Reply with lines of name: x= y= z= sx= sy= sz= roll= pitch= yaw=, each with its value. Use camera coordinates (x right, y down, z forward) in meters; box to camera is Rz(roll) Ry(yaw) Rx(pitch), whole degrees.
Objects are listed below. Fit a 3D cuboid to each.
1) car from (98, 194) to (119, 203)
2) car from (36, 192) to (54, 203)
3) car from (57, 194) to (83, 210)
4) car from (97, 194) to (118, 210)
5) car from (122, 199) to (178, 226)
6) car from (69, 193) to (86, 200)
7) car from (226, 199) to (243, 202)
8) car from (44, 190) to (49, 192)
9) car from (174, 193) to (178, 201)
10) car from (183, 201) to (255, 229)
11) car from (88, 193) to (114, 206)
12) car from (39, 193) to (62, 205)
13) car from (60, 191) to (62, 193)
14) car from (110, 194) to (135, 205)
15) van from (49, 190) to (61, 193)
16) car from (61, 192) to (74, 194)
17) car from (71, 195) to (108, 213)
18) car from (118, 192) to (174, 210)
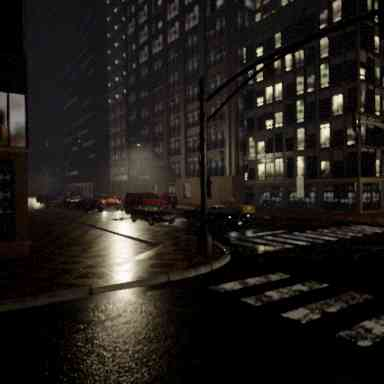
car: x=-13.160 y=1.047 z=52.252 sx=1.802 sy=1.307 sz=4.206 roll=-1 pitch=1 yaw=-35
car: x=-23.239 y=1.112 z=52.090 sx=1.887 sy=1.381 sz=4.507 roll=-1 pitch=1 yaw=-35
car: x=-13.603 y=1.270 z=38.174 sx=2.008 sy=1.369 sz=4.403 roll=-1 pitch=1 yaw=-35
car: x=-9.722 y=1.051 z=37.114 sx=2.097 sy=1.767 sz=4.553 roll=-1 pitch=1 yaw=-35
car: x=-2.736 y=1.437 z=22.531 sx=2.008 sy=1.369 sz=4.403 roll=-1 pitch=1 yaw=-35
car: x=-22.795 y=0.856 z=66.166 sx=1.887 sy=1.381 sz=4.507 roll=-1 pitch=1 yaw=-35
car: x=3.246 y=1.246 z=28.494 sx=1.752 sy=1.417 sz=4.829 roll=-1 pitch=1 yaw=-35
car: x=-35.642 y=0.654 z=84.716 sx=2.008 sy=1.369 sz=4.403 roll=-1 pitch=1 yaw=-35
car: x=-3.526 y=0.931 z=38.336 sx=2.192 sy=1.841 sz=5.009 roll=-1 pitch=1 yaw=-35
car: x=1.482 y=1.472 z=20.954 sx=1.895 sy=1.301 sz=4.718 roll=-1 pitch=1 yaw=-35
car: x=-13.050 y=1.026 z=47.529 sx=1.882 sy=1.535 sz=5.008 roll=-1 pitch=1 yaw=-35
car: x=-20.027 y=1.201 z=47.452 sx=1.802 sy=1.307 sz=4.206 roll=-1 pitch=1 yaw=-35
car: x=-26.007 y=0.700 z=70.802 sx=1.967 sy=1.590 sz=4.097 roll=-1 pitch=1 yaw=-35
car: x=-9.948 y=1.060 z=47.615 sx=1.887 sy=1.381 sz=4.507 roll=-1 pitch=1 yaw=-35
van: x=-32.430 y=0.497 z=80.076 sx=1.690 sy=1.788 sz=3.998 roll=-1 pitch=1 yaw=-35
car: x=-21.614 y=0.976 z=59.891 sx=1.994 sy=1.385 sz=4.181 roll=-1 pitch=1 yaw=-35
car: x=-10.390 y=1.335 z=33.536 sx=1.947 sy=1.339 sz=4.313 roll=-1 pitch=1 yaw=-35
car: x=-4.113 y=1.008 z=28.998 sx=2.150 sy=2.045 sz=5.566 roll=-1 pitch=1 yaw=-34
